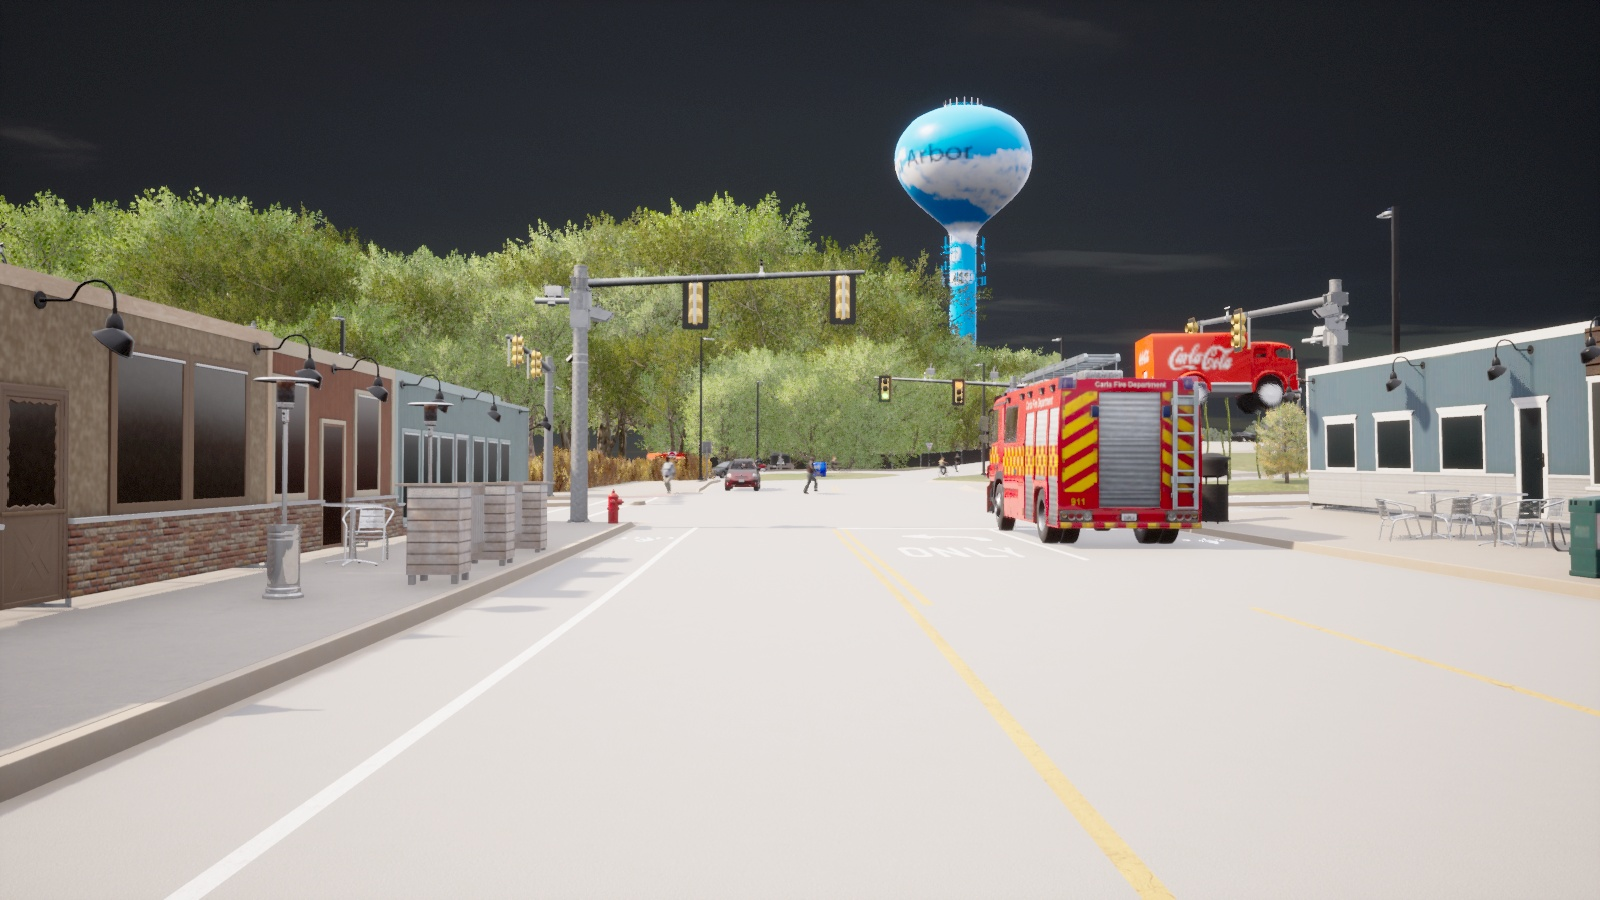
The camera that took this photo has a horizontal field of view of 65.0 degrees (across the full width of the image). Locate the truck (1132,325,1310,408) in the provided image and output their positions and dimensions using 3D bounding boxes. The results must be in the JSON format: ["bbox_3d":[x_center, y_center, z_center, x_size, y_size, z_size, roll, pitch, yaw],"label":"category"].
[{"bbox_3d":[14.484,-2.842,43.501,5.204,2.467,2.627,-1,-3,0],"label":"truck"}]

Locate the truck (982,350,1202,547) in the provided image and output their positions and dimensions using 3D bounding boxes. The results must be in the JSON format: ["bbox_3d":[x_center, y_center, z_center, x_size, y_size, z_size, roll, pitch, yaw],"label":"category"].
[{"bbox_3d":[6.313,0.008,28.720,2.891,3.827,8.468,0,-1,-1],"label":"truck"}]

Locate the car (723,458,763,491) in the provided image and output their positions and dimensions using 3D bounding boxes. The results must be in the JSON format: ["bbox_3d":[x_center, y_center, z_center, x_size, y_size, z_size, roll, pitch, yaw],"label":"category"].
[{"bbox_3d":[-2.920,1.247,64.968,1.851,1.617,3.988,0,1,0],"label":"car"}]

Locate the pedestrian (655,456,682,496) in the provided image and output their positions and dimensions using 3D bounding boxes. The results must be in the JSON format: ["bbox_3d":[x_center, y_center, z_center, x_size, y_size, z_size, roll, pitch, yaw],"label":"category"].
[{"bbox_3d":[-6.276,1.241,59.945,0.874,1.855,0.900,-1,-1,34],"label":"pedestrian"}]

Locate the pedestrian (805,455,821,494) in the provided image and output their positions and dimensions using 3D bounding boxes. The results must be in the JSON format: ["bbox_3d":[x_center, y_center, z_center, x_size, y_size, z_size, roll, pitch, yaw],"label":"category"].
[{"bbox_3d":[0.606,1.182,60.180,0.720,1.854,0.376,0,-1,-4],"label":"pedestrian"}]
